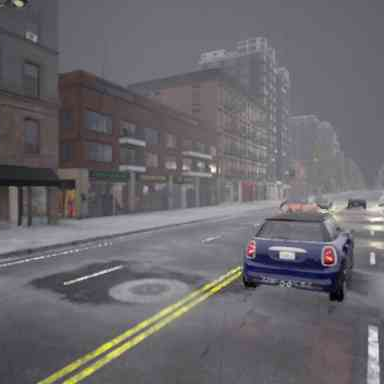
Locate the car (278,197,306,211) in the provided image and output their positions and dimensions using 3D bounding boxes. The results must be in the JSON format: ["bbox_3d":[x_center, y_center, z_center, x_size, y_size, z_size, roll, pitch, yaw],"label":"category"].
[{"bbox_3d":[11.823,1.355,39.034,2.033,1.411,5.357,0,0,28],"label":"car"}]

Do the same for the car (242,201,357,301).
[{"bbox_3d":[2.935,1.294,8.614,2.097,1.767,4.553,0,0,28],"label":"car"}]

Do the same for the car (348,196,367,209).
[{"bbox_3d":[19.981,1.189,40.261,1.882,1.535,5.008,0,0,28],"label":"car"}]

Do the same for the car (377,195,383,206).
[{"bbox_3d":[26.410,1.191,45.345,1.812,1.442,4.674,0,0,28],"label":"car"}]

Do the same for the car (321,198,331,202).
[{"bbox_3d":[14.684,1.357,37.493,2.033,1.411,5.357,0,0,28],"label":"car"}]

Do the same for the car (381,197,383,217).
[{"bbox_3d":[14.699,1.329,23.602,1.837,1.490,4.892,0,0,28],"label":"car"}]

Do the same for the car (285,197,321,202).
[{"bbox_3d":[8.500,1.177,26.175,2.097,1.767,4.553,0,0,29],"label":"car"}]
